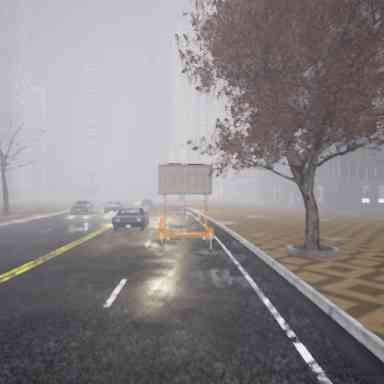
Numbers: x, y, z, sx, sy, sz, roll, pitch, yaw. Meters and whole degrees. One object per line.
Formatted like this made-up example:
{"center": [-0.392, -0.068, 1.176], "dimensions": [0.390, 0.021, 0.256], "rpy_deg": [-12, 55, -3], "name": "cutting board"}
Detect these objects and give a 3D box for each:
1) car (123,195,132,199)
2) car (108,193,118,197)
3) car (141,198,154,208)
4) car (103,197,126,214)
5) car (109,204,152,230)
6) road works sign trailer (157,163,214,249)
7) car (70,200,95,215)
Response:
{"center": [-15.229, 1.404, 78.292], "dimensions": [1.812, 1.442, 4.674], "rpy_deg": [0, 0, -13], "name": "car"}
{"center": [-18.396, 1.108, 77.560], "dimensions": [2.150, 2.045, 5.566], "rpy_deg": [0, 0, -13], "name": "car"}
{"center": [-6.697, 1.661, 49.593], "dimensions": [1.812, 1.442, 4.674], "rpy_deg": [0, 0, -8], "name": "car"}
{"center": [-8.668, 1.662, 37.402], "dimensions": [2.033, 1.411, 5.357], "rpy_deg": [0, 0, -6], "name": "car"}
{"center": [-3.842, 1.672, 21.483], "dimensions": [1.895, 1.301, 4.718], "rpy_deg": [0, 0, -4], "name": "car"}
{"center": [-0.309, 0.514, 14.844], "dimensions": [2.380, 3.560, 2.880], "rpy_deg": [0, 0, -3], "name": "road works sign trailer"}
{"center": [-11.802, 1.619, 36.021], "dimensions": [1.837, 1.490, 4.892], "rpy_deg": [0, 0, -6], "name": "car"}
